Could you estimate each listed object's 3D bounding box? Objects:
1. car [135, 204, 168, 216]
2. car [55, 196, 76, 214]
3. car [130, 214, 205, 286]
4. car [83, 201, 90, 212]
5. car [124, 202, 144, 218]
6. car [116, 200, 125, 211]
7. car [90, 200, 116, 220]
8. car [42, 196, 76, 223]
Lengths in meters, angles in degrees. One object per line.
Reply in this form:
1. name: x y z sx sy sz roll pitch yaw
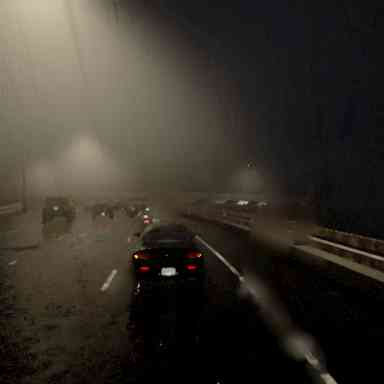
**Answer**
1. car: -2.391 1.714 21.098 2.033 1.411 5.357 0 0 -11
2. car: -15.853 1.560 41.366 2.150 2.045 5.566 0 0 -24
3. car: -0.721 1.602 9.608 1.812 1.442 4.674 0 0 -5
4. car: -13.139 1.918 43.737 1.994 1.385 4.181 0 0 -24
5. car: -5.415 1.791 33.316 1.812 1.442 4.674 0 -1 -17
6. car: -9.923 1.867 45.116 1.837 1.490 4.892 0 0 -24
7. car: -8.457 1.752 31.371 1.837 1.490 4.892 0 -2 -16
8. car: -10.998 1.438 27.746 2.150 2.045 5.566 0 -2 -15
